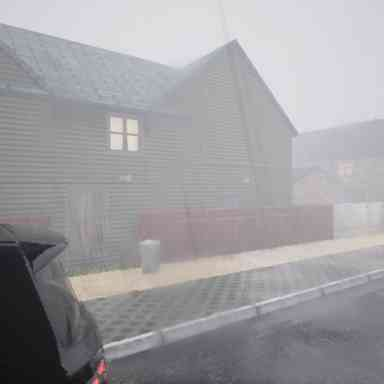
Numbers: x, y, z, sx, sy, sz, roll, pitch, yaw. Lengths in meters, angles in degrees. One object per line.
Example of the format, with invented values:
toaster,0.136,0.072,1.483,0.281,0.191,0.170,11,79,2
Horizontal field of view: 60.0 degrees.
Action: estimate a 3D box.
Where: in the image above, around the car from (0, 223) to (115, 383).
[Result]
car,-2.988,1.222,0.947,5.566,2.045,2.150,0,0,-35
